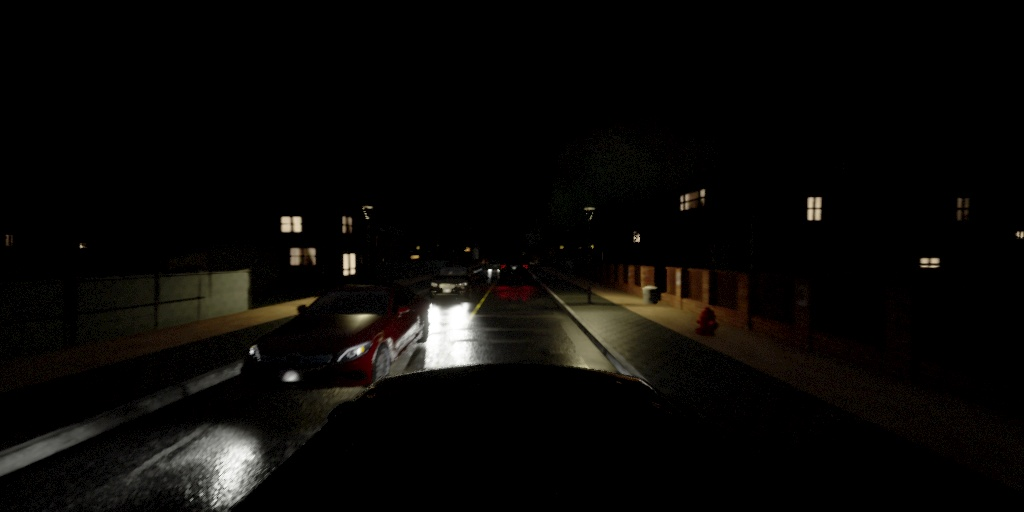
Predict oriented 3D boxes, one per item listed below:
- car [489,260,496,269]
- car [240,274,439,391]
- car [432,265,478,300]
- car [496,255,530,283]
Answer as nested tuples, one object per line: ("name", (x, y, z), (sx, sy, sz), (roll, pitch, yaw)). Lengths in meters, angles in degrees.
("car", (-2.491, 1.299, 55.355), (1.812, 1.442, 4.674), (0, 0, 0))
("car", (-2.824, 1.260, 6.885), (1.812, 1.442, 4.674), (0, 0, 0))
("car", (-2.767, 1.222, 17.822), (2.128, 1.511, 4.902), (0, 0, 0))
("car", (0.178, 0.963, 27.923), (2.150, 2.045, 5.566), (0, -1, 1))
